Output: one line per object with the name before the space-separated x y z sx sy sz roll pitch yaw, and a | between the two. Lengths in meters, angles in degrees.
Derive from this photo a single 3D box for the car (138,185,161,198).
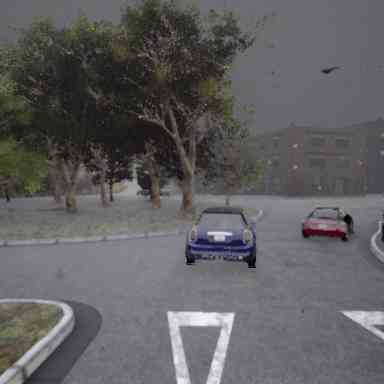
car | -7.491 -0.117 57.832 2.150 2.045 5.566 -1 1 -17

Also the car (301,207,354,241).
car | 6.658 1.404 16.179 1.994 1.385 4.181 1 2 30

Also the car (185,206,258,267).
car | 1.186 1.291 11.547 2.097 1.767 4.553 0 1 11

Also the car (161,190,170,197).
car | -5.385 0.186 62.234 1.895 1.301 4.718 0 1 -14
